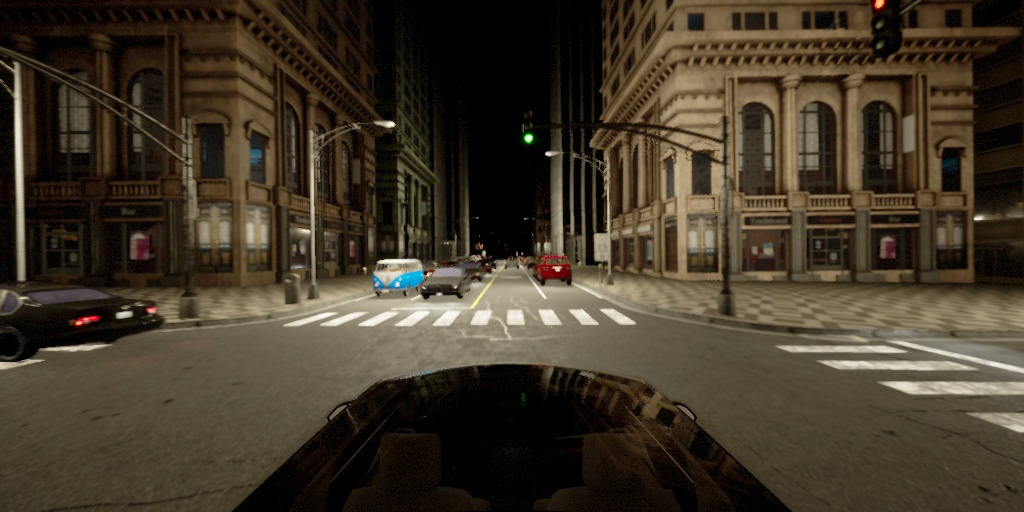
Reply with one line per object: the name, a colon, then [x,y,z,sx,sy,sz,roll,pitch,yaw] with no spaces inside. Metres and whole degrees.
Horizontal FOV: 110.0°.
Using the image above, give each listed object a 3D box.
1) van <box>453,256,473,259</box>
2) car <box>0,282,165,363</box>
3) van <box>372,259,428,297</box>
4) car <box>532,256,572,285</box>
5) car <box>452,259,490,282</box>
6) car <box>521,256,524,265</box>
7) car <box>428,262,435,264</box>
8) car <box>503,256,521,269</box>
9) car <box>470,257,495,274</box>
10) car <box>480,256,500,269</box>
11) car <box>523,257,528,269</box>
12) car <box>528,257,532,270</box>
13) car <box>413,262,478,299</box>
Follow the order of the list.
van: [-5.772,0.968,40.251,1.690,1.789,3.998,0,0,0]
car: [-10.550,1.258,7.423,5.357,1.411,2.033,0,0,0]
van: [-5.768,1.066,18.487,1.690,1.789,3.998,0,0,0]
car: [2.756,0.902,23.937,2.192,1.841,5.009,0,0,0]
car: [-3.111,1.193,28.129,2.033,1.411,5.357,-1,0,0]
car: [2.749,0.885,56.581,1.967,1.591,4.097,0,0,0]
car: [-5.769,1.139,23.927,1.967,1.591,4.097,0,0,0]
car: [-0.021,1.040,49.088,1.812,1.442,4.674,-1,0,0]
car: [-3.093,1.126,38.406,1.812,1.442,4.674,-1,0,0]
car: [-3.065,1.058,49.381,1.837,1.490,4.892,-1,0,1]
car: [2.751,1.042,45.700,2.007,1.370,4.403,0,0,0]
car: [2.755,0.877,29.378,2.192,1.841,5.009,0,0,0]
car: [-3.114,1.240,17.981,2.033,1.411,5.357,-1,0,0]
